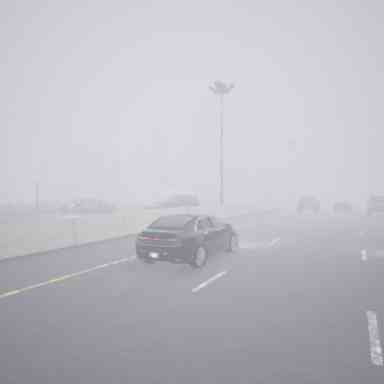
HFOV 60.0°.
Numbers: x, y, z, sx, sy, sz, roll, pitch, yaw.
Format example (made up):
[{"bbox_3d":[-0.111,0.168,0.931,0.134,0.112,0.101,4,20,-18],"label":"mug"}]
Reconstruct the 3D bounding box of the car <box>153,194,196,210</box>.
[{"bbox_3d":[-1.166,1.255,32.860,2.150,2.045,5.566,0,-1,26],"label":"car"}]

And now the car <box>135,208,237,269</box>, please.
[{"bbox_3d":[0.051,1.460,11.172,1.837,1.490,4.892,0,0,26],"label":"car"}]

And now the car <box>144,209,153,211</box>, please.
[{"bbox_3d":[-3.310,1.599,36.421,2.033,1.411,5.357,0,-1,26],"label":"car"}]

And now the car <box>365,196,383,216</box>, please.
[{"bbox_3d":[19.535,1.392,34.814,2.150,2.045,5.566,0,0,26],"label":"car"}]

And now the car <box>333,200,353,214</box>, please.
[{"bbox_3d":[17.638,1.699,38.873,1.837,1.490,4.892,0,0,26],"label":"car"}]

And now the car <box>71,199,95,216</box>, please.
[{"bbox_3d":[-11.798,1.347,35.048,2.097,1.767,4.553,0,0,26],"label":"car"}]

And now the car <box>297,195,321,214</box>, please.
[{"bbox_3d":[13.724,1.393,38.870,2.150,2.045,5.566,0,0,26],"label":"car"}]
